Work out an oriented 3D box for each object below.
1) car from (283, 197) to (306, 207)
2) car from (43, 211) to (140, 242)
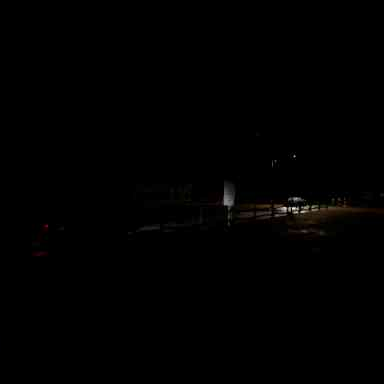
[{"bbox_3d":[15.276,1.473,49.154,2.033,1.411,5.357,2,1,36],"label":"car"},{"bbox_3d":[-4.824,1.632,16.776,1.895,1.301,4.718,2,1,36],"label":"car"}]
